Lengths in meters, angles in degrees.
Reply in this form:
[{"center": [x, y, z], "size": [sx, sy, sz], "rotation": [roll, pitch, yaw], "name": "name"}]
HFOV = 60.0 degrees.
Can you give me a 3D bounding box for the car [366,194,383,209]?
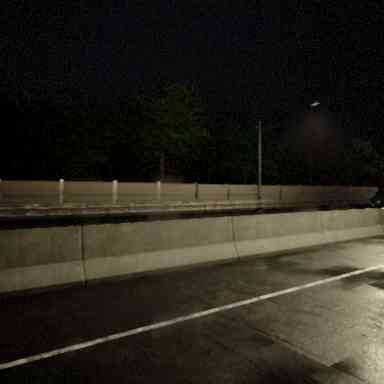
[{"center": [24.887, 1.237, 43.183], "size": [5.566, 2.045, 2.150], "rotation": [0, 0, -35], "name": "car"}]
